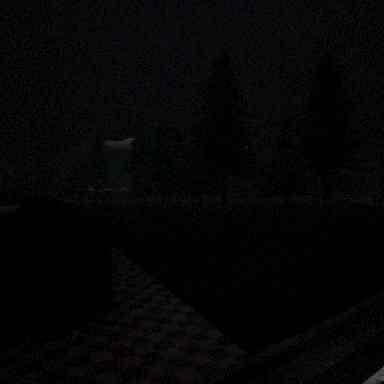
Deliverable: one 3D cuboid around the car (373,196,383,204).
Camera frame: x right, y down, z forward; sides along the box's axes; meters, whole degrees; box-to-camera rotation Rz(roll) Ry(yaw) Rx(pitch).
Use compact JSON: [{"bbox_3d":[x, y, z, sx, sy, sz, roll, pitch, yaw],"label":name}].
[{"bbox_3d":[36.616,1.476,64.495,2.097,1.767,4.553,0,0,17],"label":"car"}]
